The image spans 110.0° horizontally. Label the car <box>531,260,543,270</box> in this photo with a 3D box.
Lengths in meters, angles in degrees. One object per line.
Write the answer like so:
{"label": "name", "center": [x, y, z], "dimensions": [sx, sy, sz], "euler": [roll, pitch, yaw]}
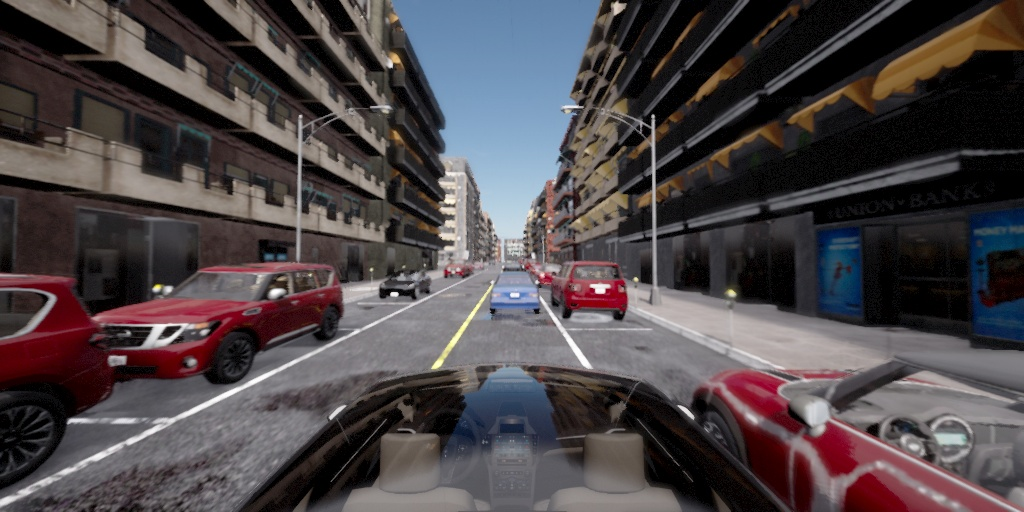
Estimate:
{"label": "car", "center": [2.539, 1.261, 23.843], "dimensions": [1.967, 1.591, 4.097], "euler": [0, 0, 0]}

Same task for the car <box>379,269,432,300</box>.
{"label": "car", "center": [-5.310, 1.367, 18.374], "dimensions": [1.948, 1.339, 4.313], "euler": [0, 0, 0]}

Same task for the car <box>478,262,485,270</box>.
{"label": "car", "center": [-5.302, 1.569, 57.086], "dimensions": [1.802, 1.307, 4.207], "euler": [0, 0, 0]}

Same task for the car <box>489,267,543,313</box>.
{"label": "car", "center": [0.107, 1.334, 14.246], "dimensions": [2.033, 1.411, 5.357], "euler": [0, 0, 0]}

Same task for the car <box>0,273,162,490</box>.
{"label": "car", "center": [-5.314, 1.065, 1.782], "dimensions": [2.192, 1.841, 5.009], "euler": [0, 0, 0]}

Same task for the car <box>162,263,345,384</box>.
{"label": "car", "center": [-5.313, 1.081, 7.311], "dimensions": [2.192, 1.841, 5.009], "euler": [0, 0, 0]}

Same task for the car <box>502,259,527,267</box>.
{"label": "car", "center": [0.111, 1.337, 32.916], "dimensions": [1.882, 1.535, 5.008], "euler": [0, 0, 0]}

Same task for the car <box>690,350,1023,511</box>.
{"label": "car", "center": [2.576, 1.190, 1.719], "dimensions": [1.967, 1.591, 4.097], "euler": [0, 0, 0]}

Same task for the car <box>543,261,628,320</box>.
{"label": "car", "center": [2.537, 1.097, 12.781], "dimensions": [2.192, 1.841, 5.009], "euler": [0, 0, 0]}

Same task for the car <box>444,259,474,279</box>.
{"label": "car", "center": [-5.306, 1.184, 34.962], "dimensions": [2.192, 1.841, 5.009], "euler": [0, 0, 0]}

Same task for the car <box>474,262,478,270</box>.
{"label": "car", "center": [-5.305, 1.441, 40.493], "dimensions": [1.888, 1.381, 4.507], "euler": [0, 0, 0]}

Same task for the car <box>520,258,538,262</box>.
{"label": "car", "center": [2.544, 1.238, 45.967], "dimensions": [2.192, 1.841, 5.009], "euler": [0, 0, 0]}

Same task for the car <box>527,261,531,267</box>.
{"label": "car", "center": [2.542, 1.450, 34.906], "dimensions": [1.802, 1.307, 4.207], "euler": [0, 0, 0]}
